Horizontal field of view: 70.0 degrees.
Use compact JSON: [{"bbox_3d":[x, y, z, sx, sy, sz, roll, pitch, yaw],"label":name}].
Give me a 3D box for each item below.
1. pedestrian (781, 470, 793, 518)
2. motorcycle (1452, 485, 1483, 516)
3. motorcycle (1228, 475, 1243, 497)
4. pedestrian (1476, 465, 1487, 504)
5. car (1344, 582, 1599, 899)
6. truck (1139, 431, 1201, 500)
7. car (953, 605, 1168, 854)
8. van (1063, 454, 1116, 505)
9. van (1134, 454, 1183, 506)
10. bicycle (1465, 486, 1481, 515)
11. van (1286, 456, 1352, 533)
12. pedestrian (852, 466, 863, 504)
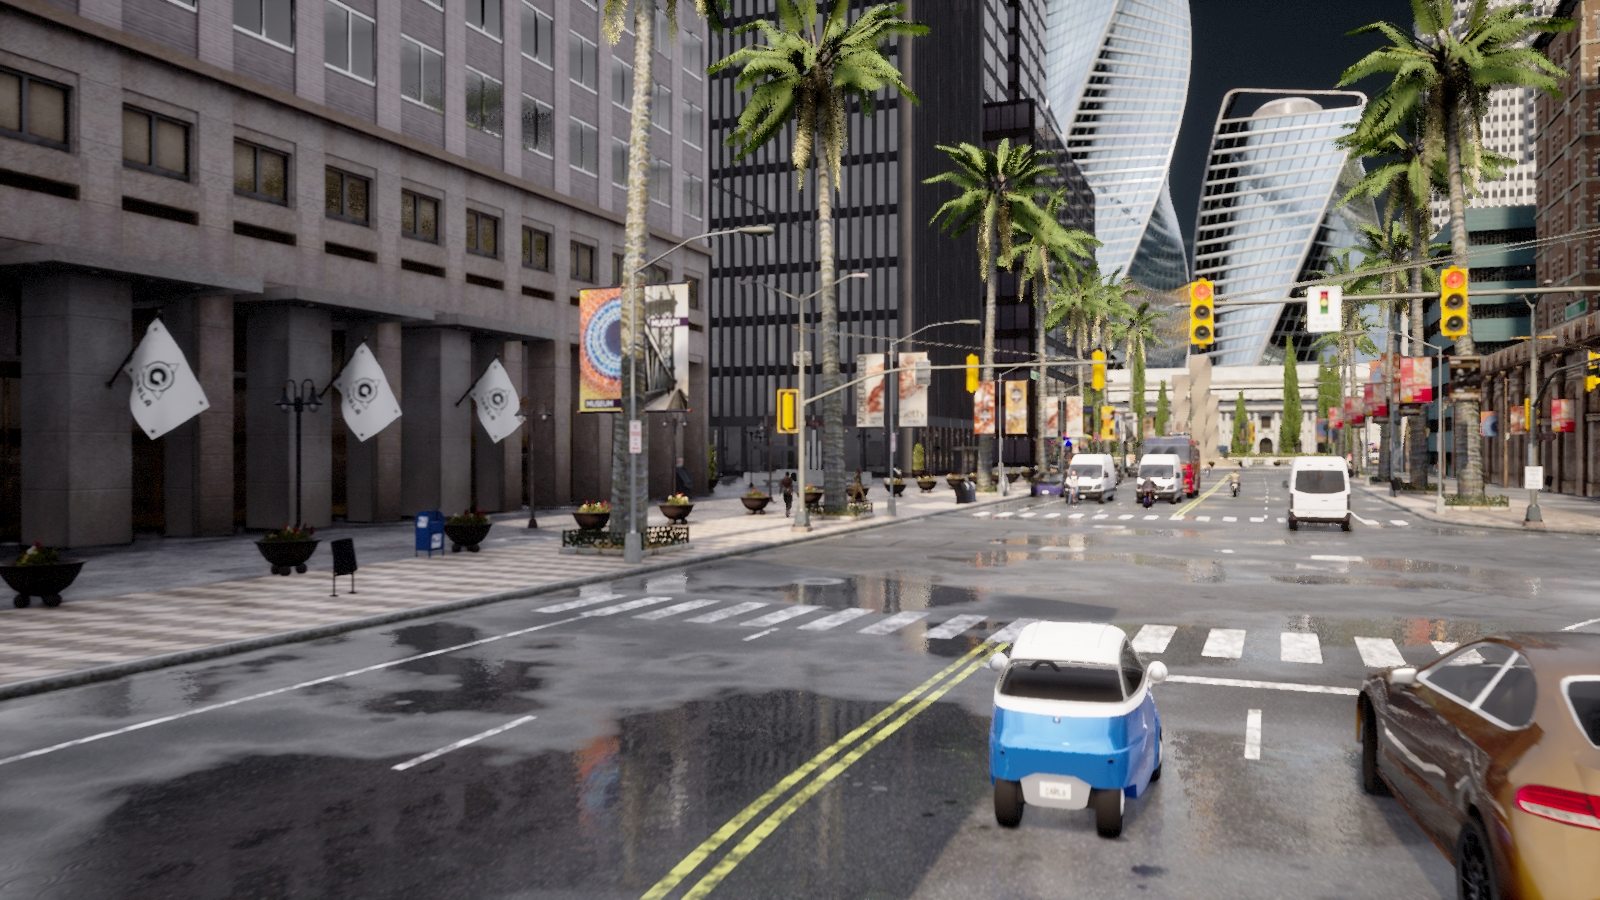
[{"bbox_3d":[-0.513,1.687,44.054,0.375,1.860,0.375,0,0,17],"label":"pedestrian"},{"bbox_3d":[29.361,2.195,50.264,0.867,1.251,2.209,0,0,22],"label":"motorcycle"},{"bbox_3d":[26.179,2.156,68.687,0.764,1.277,2.356,0,0,22],"label":"motorcycle"},{"bbox_3d":[33.332,1.686,55.902,0.375,1.860,0.375,0,0,11],"label":"pedestrian"},{"bbox_3d":[5.108,1.990,7.388,2.152,1.651,5.027,0,0,17],"label":"car"},{"bbox_3d":[22.081,0.876,67.914,2.891,3.827,8.468,0,0,22],"label":"truck"},{"bbox_3d":[2.181,2.118,9.233,1.481,1.376,2.207,0,0,19],"label":"car"},{"bbox_3d":[15.600,1.522,61.362,1.988,2.561,5.915,0,0,22],"label":"van"},{"bbox_3d":[19.099,1.522,60.668,1.988,2.561,5.915,0,0,22],"label":"van"},{"bbox_3d":[29.347,2.196,49.817,0.373,1.196,1.643,0,0,22],"label":"bicycle"},{"bbox_3d":[18.932,1.526,41.845,1.988,2.561,5.915,0,0,22],"label":"van"},{"bbox_3d":[2.805,1.685,55.379,0.375,1.860,0.375,0,0,43],"label":"pedestrian"}]
